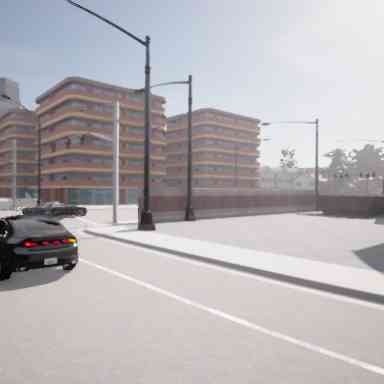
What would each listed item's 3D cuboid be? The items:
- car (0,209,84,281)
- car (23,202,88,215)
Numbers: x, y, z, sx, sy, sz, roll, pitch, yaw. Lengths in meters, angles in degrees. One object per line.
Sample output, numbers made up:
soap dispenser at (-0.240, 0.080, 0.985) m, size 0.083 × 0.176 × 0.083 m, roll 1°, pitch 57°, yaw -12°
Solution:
car at (-5.012, 1.448, 9.877) m, size 1.837 × 1.490 × 4.892 m, roll 0°, pitch -1°, yaw -41°
car at (-10.680, 1.464, 26.361) m, size 1.895 × 1.301 × 4.718 m, roll 0°, pitch 0°, yaw 34°
